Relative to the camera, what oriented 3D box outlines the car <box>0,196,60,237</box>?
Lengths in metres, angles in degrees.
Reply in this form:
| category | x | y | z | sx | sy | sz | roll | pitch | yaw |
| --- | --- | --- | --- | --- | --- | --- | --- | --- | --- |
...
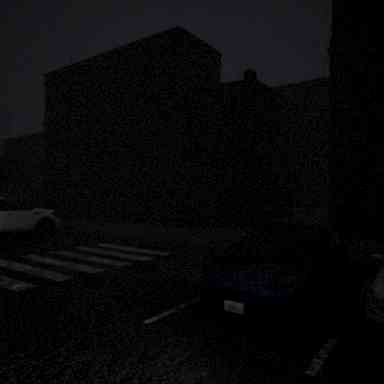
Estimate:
| category | x | y | z | sx | sy | sz | roll | pitch | yaw |
| --- | --- | --- | --- | --- | --- | --- | --- | --- | --- |
| car | -9.072 | 1.202 | 15.535 | 2.435 | 2.045 | 5.566 | 0 | 0 | 36 |

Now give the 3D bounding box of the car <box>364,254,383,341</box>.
| category | x | y | z | sx | sy | sz | roll | pitch | yaw |
| --- | --- | --- | --- | --- | --- | --- | --- | --- | --- |
| car | 4.342 | 1.495 | 5.849 | 2.002 | 1.452 | 4.674 | 0 | 0 | 36 |

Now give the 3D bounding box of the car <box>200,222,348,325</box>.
| category | x | y | z | sx | sy | sz | roll | pitch | yaw |
| --- | --- | --- | --- | --- | --- | --- | --- | --- | --- |
| car | 2.085 | 1.486 | 7.435 | 2.163 | 1.488 | 4.792 | 0 | 0 | 36 |

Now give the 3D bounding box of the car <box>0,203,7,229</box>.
| category | x | y | z | sx | sy | sz | roll | pitch | yaw |
| --- | --- | --- | --- | --- | --- | --- | --- | --- | --- |
| car | -13.468 | 1.445 | 18.659 | 2.097 | 1.535 | 5.008 | 0 | 0 | 36 |
